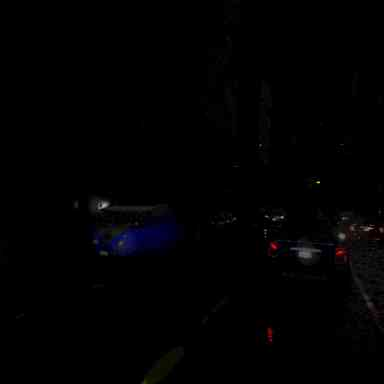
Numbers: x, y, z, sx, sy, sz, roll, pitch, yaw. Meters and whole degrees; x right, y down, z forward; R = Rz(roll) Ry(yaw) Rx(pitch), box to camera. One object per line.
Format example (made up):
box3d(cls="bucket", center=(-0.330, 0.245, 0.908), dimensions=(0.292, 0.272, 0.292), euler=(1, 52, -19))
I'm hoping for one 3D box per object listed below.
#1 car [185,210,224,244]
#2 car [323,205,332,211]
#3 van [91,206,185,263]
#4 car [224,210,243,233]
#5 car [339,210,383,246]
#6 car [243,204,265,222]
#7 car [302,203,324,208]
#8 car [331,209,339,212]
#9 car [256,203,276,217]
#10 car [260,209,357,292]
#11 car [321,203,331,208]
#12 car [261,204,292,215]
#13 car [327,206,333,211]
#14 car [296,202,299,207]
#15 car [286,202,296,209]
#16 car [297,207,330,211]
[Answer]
box3d(cls="car", center=(-0.012, 1.754, 17.206), dimensions=(1.947, 1.339, 4.313), euler=(2, -1, 20))
box3d(cls="car", center=(32.494, 3.841, 79.952), dimensions=(1.752, 1.417, 4.829), euler=(2, -1, 21))
box3d(cls="van", center=(-1.923, 1.391, 12.054), dimensions=(1.690, 1.788, 3.998), euler=(2, -1, 20))
box3d(cls="car", center=(1.907, 1.908, 22.359), dimensions=(1.802, 1.307, 4.206), euler=(2, -1, 20))
box3d(cls="car", center=(9.894, 2.073, 19.380), dimensions=(1.967, 1.590, 4.097), euler=(2, -1, 20))
box3d(cls="car", center=(5.746, 2.170, 32.667), dimensions=(1.947, 1.339, 4.313), euler=(2, -1, 20))
box3d(cls="car", center=(14.156, 2.490, 38.999), dimensions=(1.801, 1.575, 5.366), euler=(2, -1, 20))
box3d(cls="car", center=(13.728, 2.462, 29.686), dimensions=(2.008, 1.369, 4.403), euler=(2, -1, 20))
box3d(cls="car", center=(9.590, 2.323, 42.976), dimensions=(1.967, 1.590, 4.097), euler=(2, -1, 20))
box3d(cls="car", center=(3.520, 1.612, 10.144), dimensions=(2.097, 1.767, 4.553), euler=(2, -1, 21))
box3d(cls="car", center=(30.542, 3.604, 74.730), dimensions=(1.967, 1.590, 4.097), euler=(2, -1, 21))
box3d(cls="car", center=(8.033, 2.213, 31.406), dimensions=(1.812, 1.442, 4.674), euler=(2, -1, 21))
box3d(cls="car", center=(17.566, 2.756, 39.993), dimensions=(1.947, 1.339, 4.313), euler=(2, -1, 20))
box3d(cls="car", center=(26.353, 3.703, 87.847), dimensions=(2.008, 1.369, 4.403), euler=(2, -1, 21))
box3d(cls="car", center=(22.560, 3.440, 77.721), dimensions=(1.802, 1.307, 4.206), euler=(2, -1, 21))
box3d(cls="car", center=(8.289, 2.082, 22.968), dimensions=(1.882, 1.535, 5.008), euler=(2, -1, 20))
